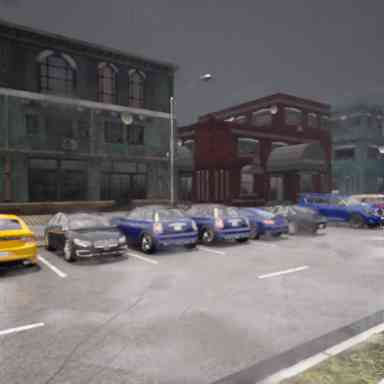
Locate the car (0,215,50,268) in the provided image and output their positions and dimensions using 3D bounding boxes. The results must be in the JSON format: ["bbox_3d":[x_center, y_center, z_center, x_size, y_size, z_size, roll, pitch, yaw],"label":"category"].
[{"bbox_3d":[-6.276,1.452,10.534,2.097,1.535,5.008,0,0,-35],"label":"car"}]

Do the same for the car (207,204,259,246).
[{"bbox_3d":[0.531,1.319,15.344,2.185,1.767,4.553,0,0,-35],"label":"car"}]

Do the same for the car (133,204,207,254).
[{"bbox_3d":[-1.735,1.320,13.733,2.185,1.767,4.553,0,0,-35],"label":"car"}]

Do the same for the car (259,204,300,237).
[{"bbox_3d":[2.779,1.484,16.979,2.002,1.452,4.674,0,0,-35],"label":"car"}]

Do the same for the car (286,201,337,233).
[{"bbox_3d":[5.045,1.446,18.587,2.231,1.521,4.892,0,0,-35],"label":"car"}]

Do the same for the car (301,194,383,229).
[{"bbox_3d":[9.587,1.198,21.791,2.435,2.045,5.566,0,0,-35],"label":"car"}]

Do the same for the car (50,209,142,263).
[{"bbox_3d":[-4.020,1.449,12.152,2.231,1.521,4.892,0,0,-35],"label":"car"}]
